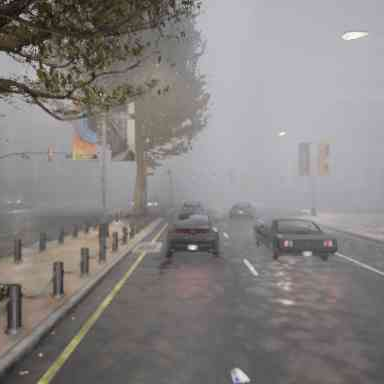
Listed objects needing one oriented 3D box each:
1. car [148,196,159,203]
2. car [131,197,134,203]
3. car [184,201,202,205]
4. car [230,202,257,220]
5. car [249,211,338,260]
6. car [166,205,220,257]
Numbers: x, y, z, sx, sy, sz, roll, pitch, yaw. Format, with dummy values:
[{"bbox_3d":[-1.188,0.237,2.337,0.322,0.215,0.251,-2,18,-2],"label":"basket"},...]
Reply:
[{"bbox_3d":[-7.994,1.498,69.701,2.128,1.511,4.902,0,0,0],"label":"car"},{"bbox_3d":[-11.494,1.525,69.676,1.994,1.385,4.181,0,0,0],"label":"car"},{"bbox_3d":[0.052,1.481,27.964,2.128,1.511,4.902,0,0,1],"label":"car"},{"bbox_3d":[4.389,1.554,28.037,1.994,1.385,4.181,0,0,15],"label":"car"},{"bbox_3d":[3.537,1.596,12.351,1.895,1.301,4.718,0,0,1],"label":"car"},{"bbox_3d":[0.044,1.501,12.994,1.837,1.490,4.892,0,0,1],"label":"car"}]
